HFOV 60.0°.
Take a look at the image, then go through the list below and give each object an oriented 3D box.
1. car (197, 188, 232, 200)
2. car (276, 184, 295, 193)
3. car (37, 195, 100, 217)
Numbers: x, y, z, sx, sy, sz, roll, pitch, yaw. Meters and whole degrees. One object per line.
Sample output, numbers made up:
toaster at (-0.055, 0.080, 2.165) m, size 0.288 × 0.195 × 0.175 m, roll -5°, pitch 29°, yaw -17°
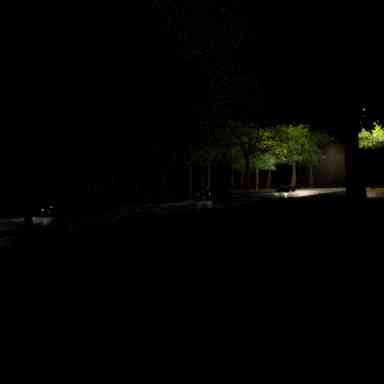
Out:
car at (2.618, 0.242, 38.159) m, size 1.895 × 1.301 × 4.718 m, roll -1°, pitch 2°, yaw 38°
car at (15.453, -0.595, 54.688) m, size 1.812 × 1.442 × 4.674 m, roll -1°, pitch 1°, yaw 38°
car at (-8.654, 0.931, 23.513) m, size 1.994 × 1.385 × 4.181 m, roll -1°, pitch 2°, yaw 37°
